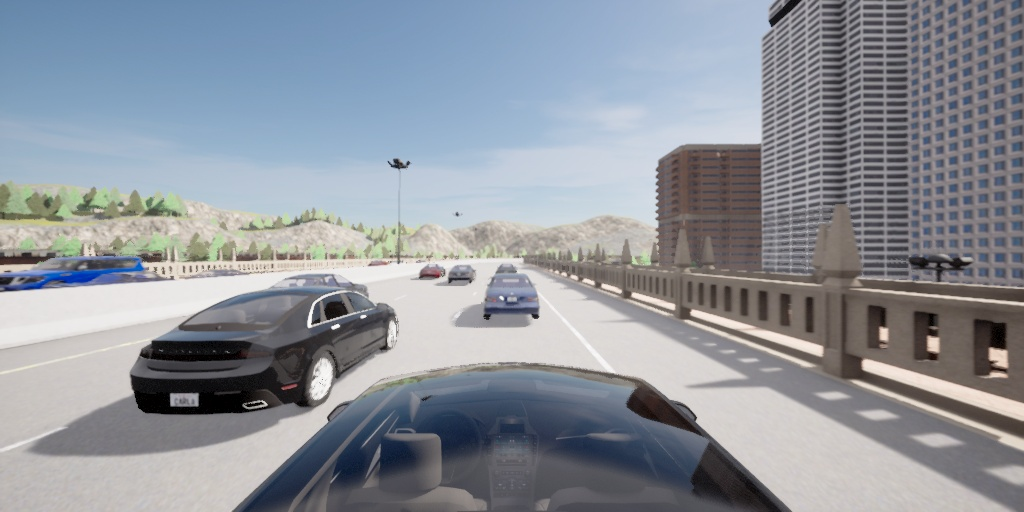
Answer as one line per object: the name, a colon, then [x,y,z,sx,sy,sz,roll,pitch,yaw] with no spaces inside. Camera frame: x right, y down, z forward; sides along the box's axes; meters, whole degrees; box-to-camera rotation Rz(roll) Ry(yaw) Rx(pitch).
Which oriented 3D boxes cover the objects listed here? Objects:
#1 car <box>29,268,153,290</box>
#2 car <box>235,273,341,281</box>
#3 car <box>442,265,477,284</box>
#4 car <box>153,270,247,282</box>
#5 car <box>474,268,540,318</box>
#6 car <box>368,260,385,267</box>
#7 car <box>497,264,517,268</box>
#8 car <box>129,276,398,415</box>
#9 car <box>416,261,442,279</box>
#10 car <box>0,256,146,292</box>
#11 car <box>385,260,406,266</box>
car: [-17.813,1.405,16.328,1.895,1.301,4.718,0,0,-1]
car: [-7.051,1.336,13.068,2.033,1.411,5.357,0,0,-1]
car: [-3.875,1.379,28.298,2.033,1.411,5.357,0,0,-1]
car: [-14.337,1.369,17.468,1.994,1.385,4.181,0,0,-1]
car: [-0.050,1.331,13.087,2.033,1.411,5.357,0,0,-1]
car: [-22.211,1.412,59.548,1.882,1.535,5.008,0,0,-1]
car: [-0.510,1.411,34.389,1.994,1.385,4.181,0,0,-1]
car: [-3.461,1.270,6.193,1.837,1.490,4.892,0,0,0]
car: [-7.510,1.415,34.305,1.994,1.385,4.181,0,0,-1]
car: [-21.344,1.032,17.683,2.150,2.045,5.566,0,0,-1]
car: [-18.693,1.455,58.609,1.812,1.442,4.674,0,0,-1]
